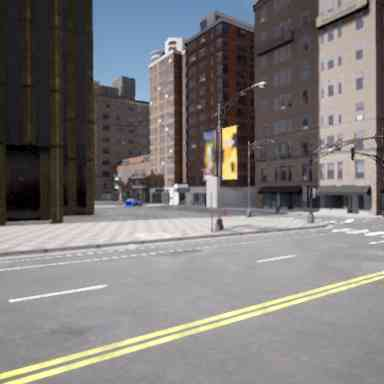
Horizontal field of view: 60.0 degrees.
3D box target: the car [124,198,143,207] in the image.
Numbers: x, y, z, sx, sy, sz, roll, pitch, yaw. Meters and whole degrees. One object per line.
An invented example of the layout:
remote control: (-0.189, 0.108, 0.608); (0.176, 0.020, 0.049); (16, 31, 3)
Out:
car: (-10.644, 1.940, 60.366); (1.882, 1.535, 5.008); (-1, 0, -35)
